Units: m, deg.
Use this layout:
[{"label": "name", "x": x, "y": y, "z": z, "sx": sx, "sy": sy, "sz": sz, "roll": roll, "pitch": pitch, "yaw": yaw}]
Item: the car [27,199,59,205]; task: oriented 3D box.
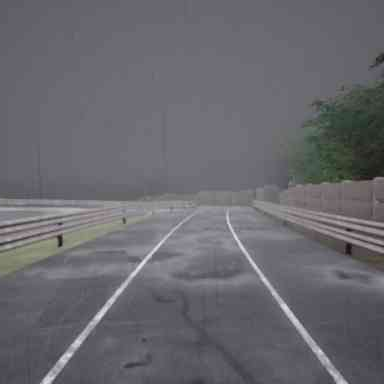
[{"label": "car", "x": -25.339, "y": 1.942, "z": 56.694, "sx": 5.008, "sy": 1.535, "sz": 1.882, "roll": 2, "pitch": -4, "yaw": -28}]

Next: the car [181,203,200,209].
[{"label": "car", "x": -0.284, "y": 3.120, "z": 75.085, "sx": 1.837, "sy": 1.490, "sz": 4.892, "roll": -3, "pitch": -5, "yaw": 45}]
